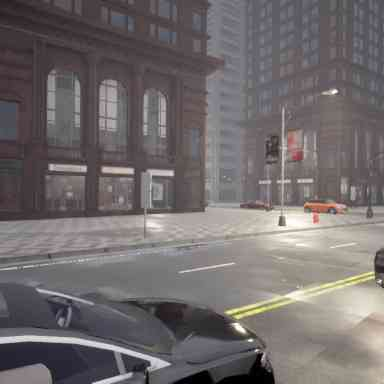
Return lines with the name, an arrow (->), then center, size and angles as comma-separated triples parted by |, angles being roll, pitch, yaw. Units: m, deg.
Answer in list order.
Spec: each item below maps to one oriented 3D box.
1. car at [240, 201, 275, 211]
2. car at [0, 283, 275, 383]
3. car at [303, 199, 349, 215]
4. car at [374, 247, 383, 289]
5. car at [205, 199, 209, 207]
car -> 8.601, 1.818, 43.934 | 1.895, 1.301, 4.718 | 1, -1, -35
car -> -1.456, 1.492, 2.400 | 4.902, 1.511, 2.128 | 0, 0, -35
car -> 14.380, 1.523, 35.802 | 2.097, 1.767, 4.553 | 1, -1, -35
car -> 6.162, 1.516, 7.819 | 4.892, 1.490, 1.837 | 0, 0, -35
car -> 0.573, 1.504, 55.271 | 2.150, 2.045, 5.566 | 1, -1, -35
